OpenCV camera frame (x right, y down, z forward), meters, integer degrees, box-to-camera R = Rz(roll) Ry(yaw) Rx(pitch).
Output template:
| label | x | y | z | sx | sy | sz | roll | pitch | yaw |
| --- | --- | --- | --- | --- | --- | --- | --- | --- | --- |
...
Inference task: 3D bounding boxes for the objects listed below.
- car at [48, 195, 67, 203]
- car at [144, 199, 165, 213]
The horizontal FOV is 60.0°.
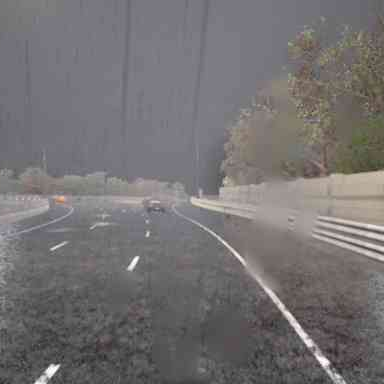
| label | x | y | z | sx | sy | sz | roll | pitch | yaw |
| --- | --- | --- | --- | --- | --- | --- | --- | --- | --- |
| car | -28.123 | 1.315 | 70.065 | 2.097 | 1.767 | 4.553 | 0 | 0 | -39 |
| car | -4.135 | 1.522 | 36.186 | 1.812 | 1.442 | 4.674 | 0 | 0 | -15 |
